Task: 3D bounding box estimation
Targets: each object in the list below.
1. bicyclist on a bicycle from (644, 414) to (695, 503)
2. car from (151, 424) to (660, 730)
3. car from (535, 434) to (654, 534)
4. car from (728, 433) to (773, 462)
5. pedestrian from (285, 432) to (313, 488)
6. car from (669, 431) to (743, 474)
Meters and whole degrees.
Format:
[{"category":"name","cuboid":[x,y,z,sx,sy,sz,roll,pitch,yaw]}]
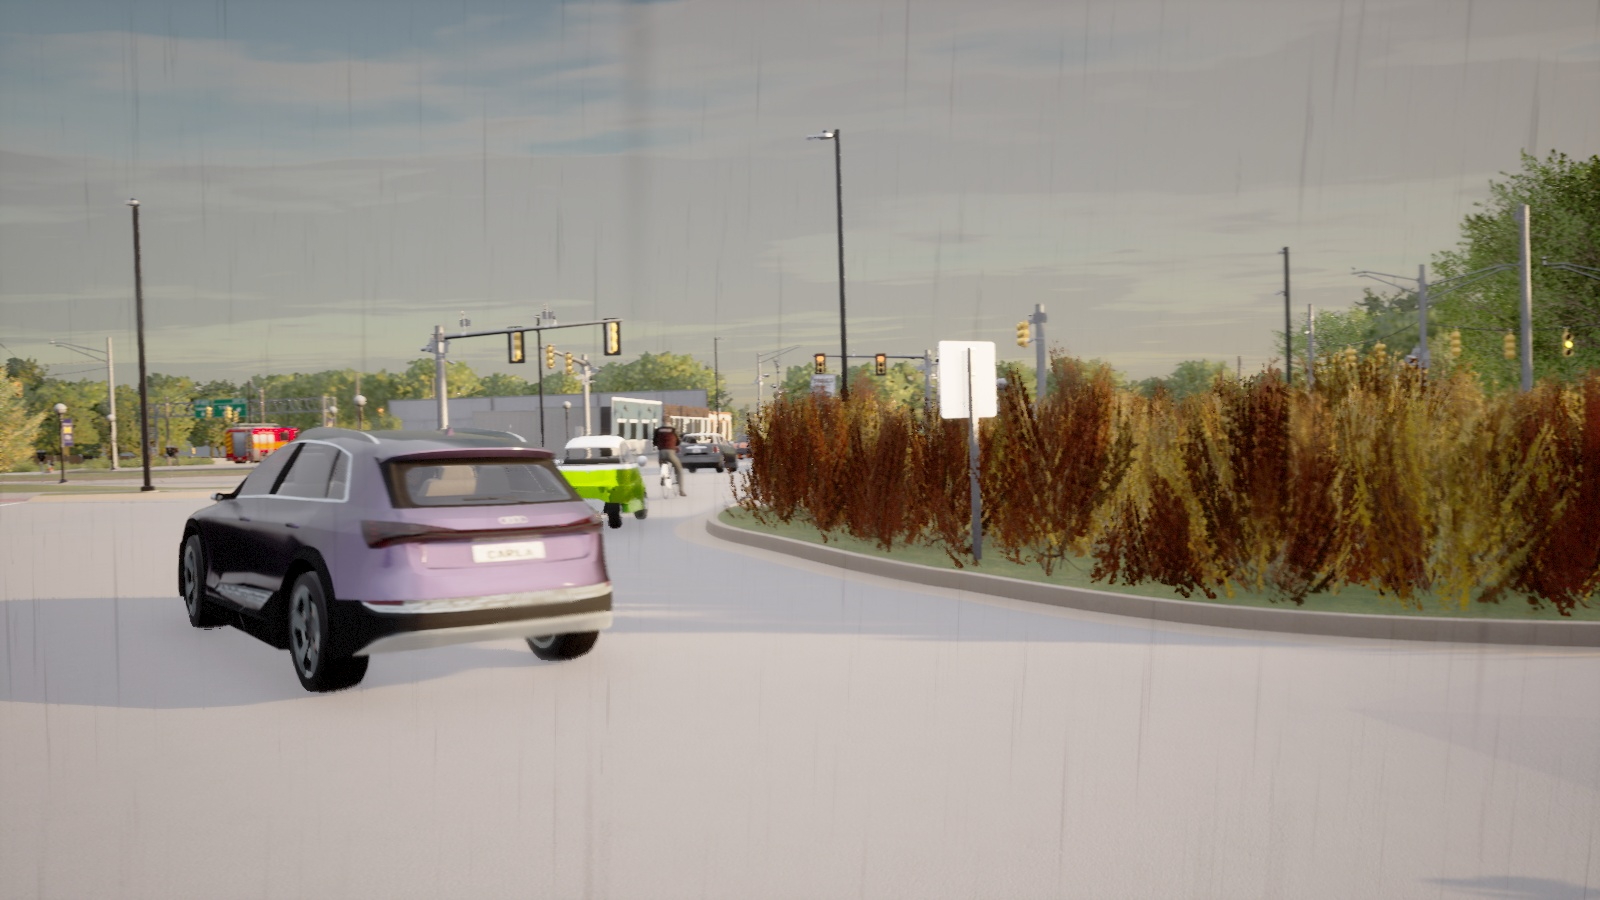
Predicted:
[{"category":"bicyclist on a bicycle","cuboid":[-2.705,0.153,26.218,0.659,1.776,1.843,-2,1,5]},{"category":"car","cuboid":[-3.212,0.647,9.417,2.033,1.649,4.856,-1,2,-38]},{"category":"car","cuboid":[-3.135,0.478,19.485,1.481,1.376,2.207,-2,2,-2]},{"category":"car","cuboid":[-3.182,-0.194,82.389,2.097,1.767,4.553,-2,1,8]},{"category":"pedestrian","cuboid":[-16.855,0.336,42.272,0.726,1.835,0.370,-3,2,-41]},{"category":"car","cuboid":[-3.455,0.106,46.995,1.970,1.475,3.806,-2,0,8]}]
